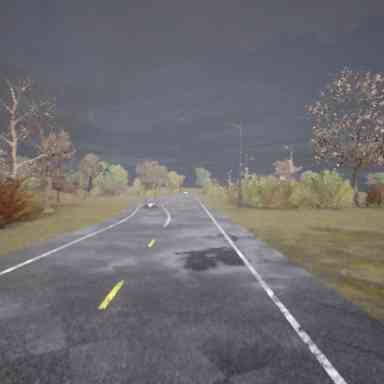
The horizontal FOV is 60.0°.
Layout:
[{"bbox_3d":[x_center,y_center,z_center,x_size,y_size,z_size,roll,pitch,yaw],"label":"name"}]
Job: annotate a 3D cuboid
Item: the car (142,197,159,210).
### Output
[{"bbox_3d":[-5.350,1.450,43.004,2.128,1.511,4.902,0,0,-7],"label":"car"}]
